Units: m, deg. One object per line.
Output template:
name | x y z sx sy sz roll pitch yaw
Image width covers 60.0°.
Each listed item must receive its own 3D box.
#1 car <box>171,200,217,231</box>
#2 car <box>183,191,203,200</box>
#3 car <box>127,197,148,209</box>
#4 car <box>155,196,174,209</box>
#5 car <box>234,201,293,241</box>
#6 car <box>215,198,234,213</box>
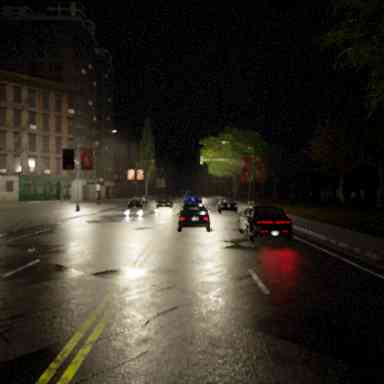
car | 0.105 1.404 19.479 2.033 1.411 5.357 0 0 0
car | 0.114 0.926 39.573 2.150 2.045 5.566 0 0 0
car | -6.489 1.325 39.803 1.895 1.301 4.718 0 0 0
car | -3.239 1.258 39.832 1.837 1.490 4.892 0 0 0
car | 3.355 1.388 15.865 1.837 1.490 4.892 0 1 0
car | 3.359 1.302 32.849 2.033 1.411 5.357 0 0 0
